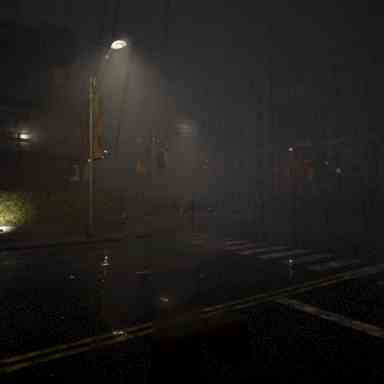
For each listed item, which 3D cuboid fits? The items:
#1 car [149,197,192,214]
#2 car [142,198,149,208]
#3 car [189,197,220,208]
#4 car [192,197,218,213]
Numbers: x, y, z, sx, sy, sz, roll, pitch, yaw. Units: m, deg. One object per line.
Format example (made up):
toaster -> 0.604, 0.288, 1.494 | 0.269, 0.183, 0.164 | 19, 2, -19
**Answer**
car -> -2.373, 1.526, 35.002 | 1.812, 1.442, 4.674 | 0, 0, -35
car -> -5.089, 1.492, 45.125 | 2.128, 1.511, 4.902 | 0, 0, -34
car -> 1.785, 1.478, 49.512 | 1.882, 1.535, 5.008 | 0, 0, -35
car -> 0.711, 1.564, 36.697 | 1.994, 1.385, 4.181 | 0, 0, -35
